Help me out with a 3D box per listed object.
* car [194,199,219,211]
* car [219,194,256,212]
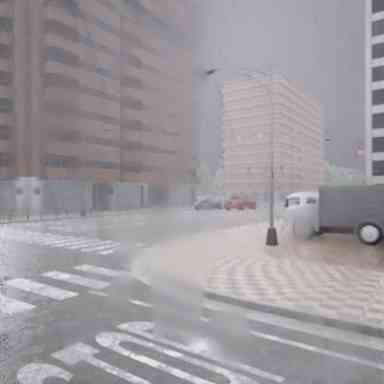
[{"bbox_3d":[2.160,1.644,42.419,1.812,1.442,4.674,0,0,36],"label":"car"},{"bbox_3d":[6.141,1.331,41.957,2.150,2.045,5.566,0,0,36],"label":"car"}]
